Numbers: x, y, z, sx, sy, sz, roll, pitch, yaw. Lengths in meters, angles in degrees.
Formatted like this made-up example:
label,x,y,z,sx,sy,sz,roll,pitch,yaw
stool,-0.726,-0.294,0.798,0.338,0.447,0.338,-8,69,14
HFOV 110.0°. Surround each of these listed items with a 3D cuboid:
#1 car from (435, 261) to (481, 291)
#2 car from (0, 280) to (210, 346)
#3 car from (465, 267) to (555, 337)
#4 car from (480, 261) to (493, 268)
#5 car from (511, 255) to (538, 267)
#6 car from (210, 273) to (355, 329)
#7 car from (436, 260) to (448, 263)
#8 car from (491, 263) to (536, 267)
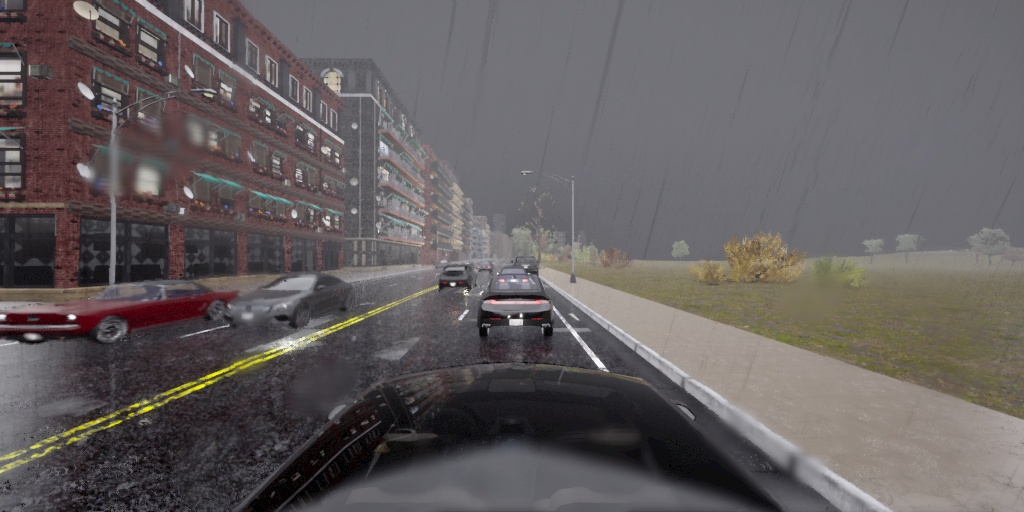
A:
label,x,y,z,sx,sy,sz,roll,pitch,yaw
car,-3.184,1.257,21.705,1.837,1.490,4.892,0,0,0
car,-9.861,1.351,9.583,1.895,1.301,4.718,0,0,0
car,0.087,1.242,10.291,2.128,1.511,4.902,0,0,0
car,-3.222,1.297,43.596,2.033,1.411,5.357,0,0,0
car,1.088,0.977,30.943,2.150,2.045,5.566,0,0,0
car,-6.629,1.276,11.361,1.812,1.442,4.674,0,0,0
car,-9.931,1.275,52.027,1.812,1.442,4.674,0,0,0
car,0.072,1.299,20.731,2.033,1.411,5.357,0,0,0
